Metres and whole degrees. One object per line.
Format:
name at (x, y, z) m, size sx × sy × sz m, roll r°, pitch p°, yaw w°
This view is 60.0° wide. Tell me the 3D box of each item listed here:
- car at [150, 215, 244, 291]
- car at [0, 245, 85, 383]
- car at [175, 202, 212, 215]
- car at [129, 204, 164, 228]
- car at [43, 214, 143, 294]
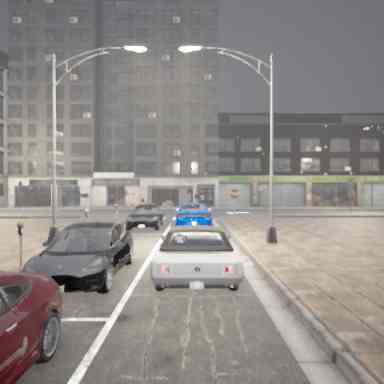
car at (0.101, 1.525, 8.737) m, size 1.895 × 1.301 × 4.718 m, roll 0°, pitch 0°, yaw 0°
car at (-2.639, 1.554, 3.186) m, size 1.802 × 1.307 × 4.206 m, roll 0°, pitch 0°, yaw 0°
car at (0.088, 1.318, 18.589) m, size 1.882 × 1.535 × 5.008 m, roll 0°, pitch 1°, yaw 0°
car at (-2.639, 1.398, 19.542) m, size 1.947 × 1.339 × 4.313 m, roll 0°, pitch 0°, yaw 0°
car at (-2.639, 1.491, 8.638) m, size 1.947 × 1.339 × 4.313 m, roll 0°, pitch 0°, yaw 0°
